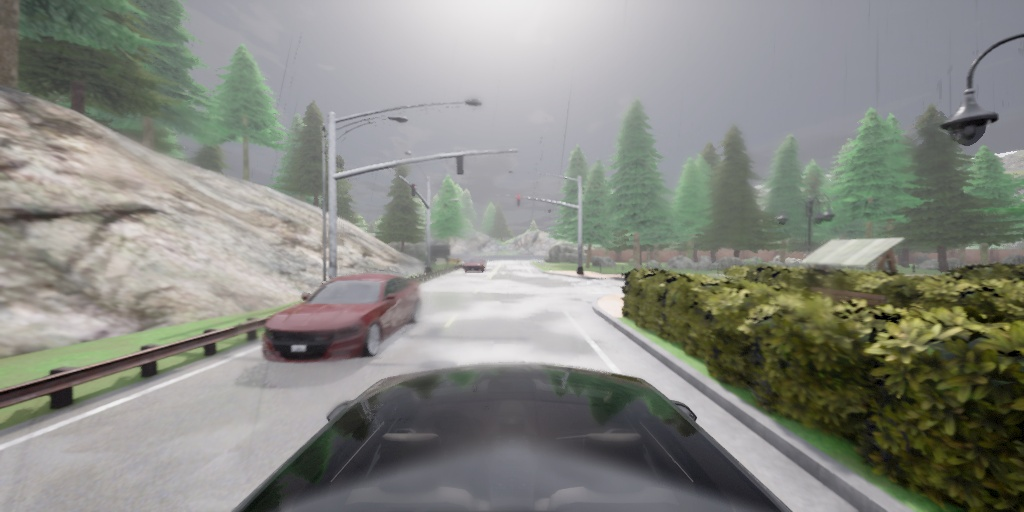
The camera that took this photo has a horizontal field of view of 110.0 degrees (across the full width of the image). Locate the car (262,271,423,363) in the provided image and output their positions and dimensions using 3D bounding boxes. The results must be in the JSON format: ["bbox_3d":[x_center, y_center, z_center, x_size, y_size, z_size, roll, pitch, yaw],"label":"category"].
[{"bbox_3d":[-3.518,1.177,8.413,1.882,1.535,5.008,0,2,0],"label":"car"}]

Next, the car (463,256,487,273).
[{"bbox_3d":[-3.500,0.781,34.562,1.882,1.535,5.008,0,2,0],"label":"car"}]
